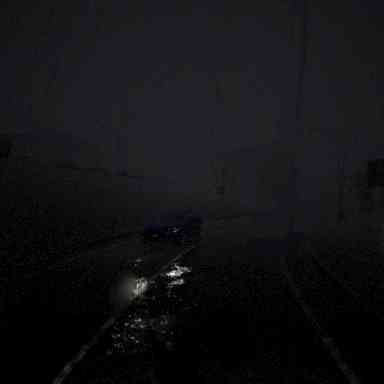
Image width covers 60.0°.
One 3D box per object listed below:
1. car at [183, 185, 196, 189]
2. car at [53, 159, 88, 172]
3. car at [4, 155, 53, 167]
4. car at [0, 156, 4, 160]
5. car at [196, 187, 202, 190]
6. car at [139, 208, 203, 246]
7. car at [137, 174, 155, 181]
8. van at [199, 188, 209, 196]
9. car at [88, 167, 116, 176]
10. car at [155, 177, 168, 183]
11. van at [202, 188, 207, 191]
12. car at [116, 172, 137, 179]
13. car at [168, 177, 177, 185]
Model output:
[{"bbox_3d":[-1.296,-0.831,77.031,2.002,1.452,4.674,-1,-4,18],"label":"car"},{"bbox_3d":[-15.674,-3.042,40.926,2.185,1.767,4.553,-2,-3,27],"label":"car"},{"bbox_3d":[-18.145,-3.166,35.985,2.097,1.535,5.008,-2,-3,28],"label":"car"},{"bbox_3d":[-20.734,-3.374,31.082,2.002,1.452,4.674,-2,-3,29],"label":"car"},{"bbox_3d":[0.320,-0.453,82.319,2.002,1.452,4.674,-1,-4,17],"label":"car"},{"bbox_3d":[-0.836,1.545,16.039,1.882,1.535,5.008,-1,-1,16],"label":"car"},{"bbox_3d":[-8.864,-2.146,56.112,2.231,1.521,4.892,-1,-3,23],"label":"car"},{"bbox_3d":[3.294,0.119,93.114,1.878,1.987,4.442,-1,-5,15],"label":"van"},{"bbox_3d":[-13.231,-2.626,46.093,2.163,1.488,4.792,-1,-3,25],"label":"car"},{"bbox_3d":[-6.788,-1.986,61.351,2.185,1.767,4.553,-1,-3,22],"label":"car"},{"bbox_3d":[1.894,-0.307,87.773,1.878,1.987,4.442,-1,-4,16],"label":"van"},{"bbox_3d":[-10.974,-2.361,51.123,2.002,1.452,4.674,-1,-3,24],"label":"car"},{"bbox_3d":[-4.816,-1.803,66.601,2.435,2.045,5.566,-1,-4,21],"label":"car"}]
